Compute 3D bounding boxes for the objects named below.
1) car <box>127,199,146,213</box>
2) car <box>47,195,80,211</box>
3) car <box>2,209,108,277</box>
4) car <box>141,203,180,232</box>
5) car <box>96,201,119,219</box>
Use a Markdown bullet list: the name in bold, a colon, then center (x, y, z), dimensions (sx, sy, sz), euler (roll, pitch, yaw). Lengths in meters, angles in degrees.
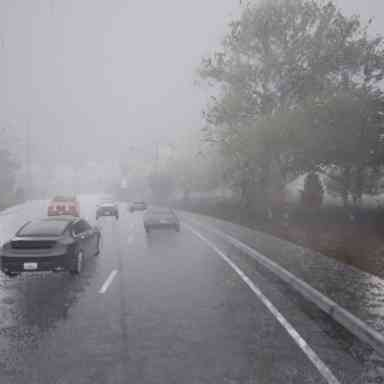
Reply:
- **car**: center (-6.259, 1.516, 37.761), dimensions (2.128, 1.511, 4.902), euler (0, 0, -17)
- **car**: center (-10.874, 1.253, 28.549), dimensions (2.150, 2.045, 5.566), euler (0, 0, -14)
- **car**: center (-4.066, 1.519, 10.370), dimensions (1.837, 1.490, 4.892), euler (0, 0, -5)
- **car**: center (-1.921, 1.574, 20.234), dimensions (1.994, 1.385, 4.181), euler (0, 0, -10)
- **car**: center (-7.449, 1.549, 29.297), dimensions (1.812, 1.442, 4.674), euler (0, 0, -14)
